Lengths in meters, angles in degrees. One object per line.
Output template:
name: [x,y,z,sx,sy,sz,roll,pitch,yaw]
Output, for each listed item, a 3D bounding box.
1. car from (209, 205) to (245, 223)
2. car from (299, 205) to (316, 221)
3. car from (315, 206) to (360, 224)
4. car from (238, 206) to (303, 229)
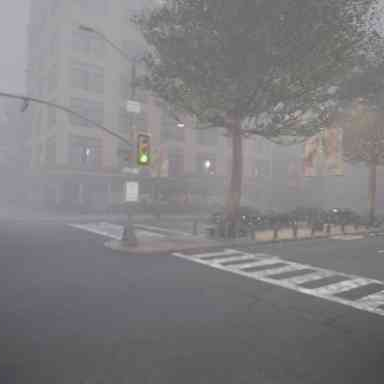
car: [3.577,1.852,27.749,4.892,1.490,1.837,2,-1,-37]
car: [11.725,2.132,33.945,4.892,1.490,1.837,2,-1,-37]
car: [13.926,2.227,31.226,4.181,1.385,1.994,2,-1,-37]
car: [5.932,1.990,25.156,4.718,1.301,1.895,2,-1,-37]
